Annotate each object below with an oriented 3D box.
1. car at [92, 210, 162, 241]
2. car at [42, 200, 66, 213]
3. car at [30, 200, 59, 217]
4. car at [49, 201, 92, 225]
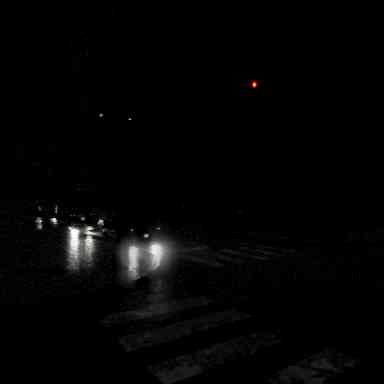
[{"bbox_3d":[-3.560,1.714,18.108,2.033,1.411,5.357,1,-1,-32],"label":"car"},{"bbox_3d":[-18.006,1.837,43.342,1.837,1.490,4.892,1,-1,-36],"label":"car"},{"bbox_3d":[-15.278,1.608,34.477,2.097,1.767,4.553,1,-1,-35],"label":"car"},{"bbox_3d":[-9.324,1.702,26.129,2.128,1.511,4.902,1,-1,-36],"label":"car"}]
